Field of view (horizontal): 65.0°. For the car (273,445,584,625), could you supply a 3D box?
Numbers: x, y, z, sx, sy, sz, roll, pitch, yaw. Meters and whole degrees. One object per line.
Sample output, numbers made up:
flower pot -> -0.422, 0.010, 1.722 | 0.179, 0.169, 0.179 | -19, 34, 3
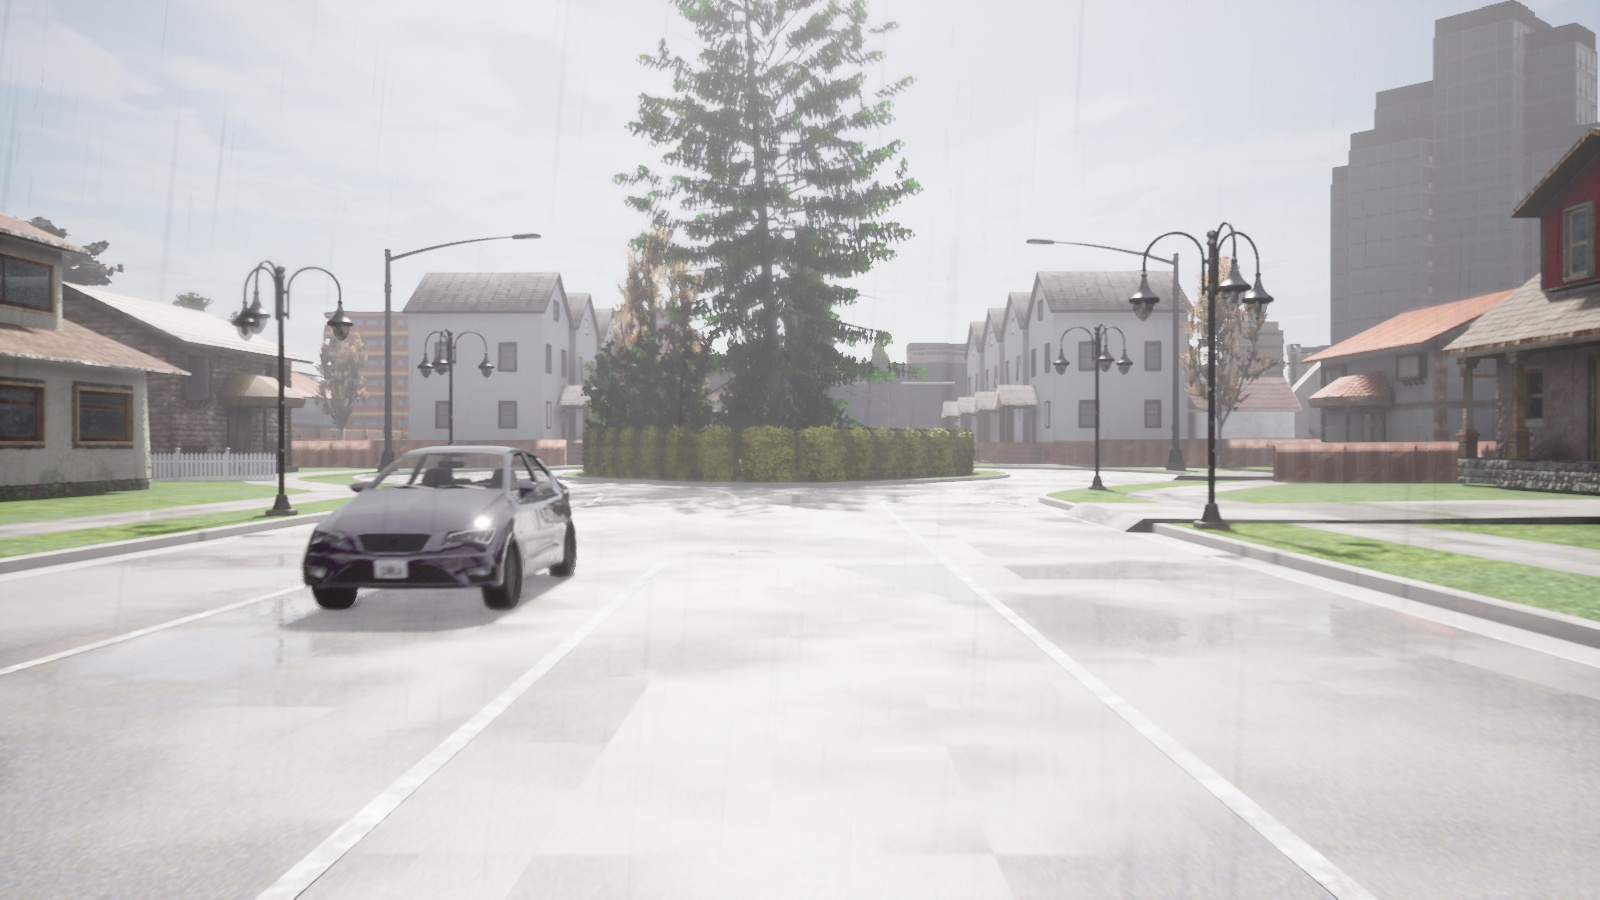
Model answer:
car -> -3.414, 0.687, 12.427 | 1.816, 1.474, 4.193 | 0, 0, 0
